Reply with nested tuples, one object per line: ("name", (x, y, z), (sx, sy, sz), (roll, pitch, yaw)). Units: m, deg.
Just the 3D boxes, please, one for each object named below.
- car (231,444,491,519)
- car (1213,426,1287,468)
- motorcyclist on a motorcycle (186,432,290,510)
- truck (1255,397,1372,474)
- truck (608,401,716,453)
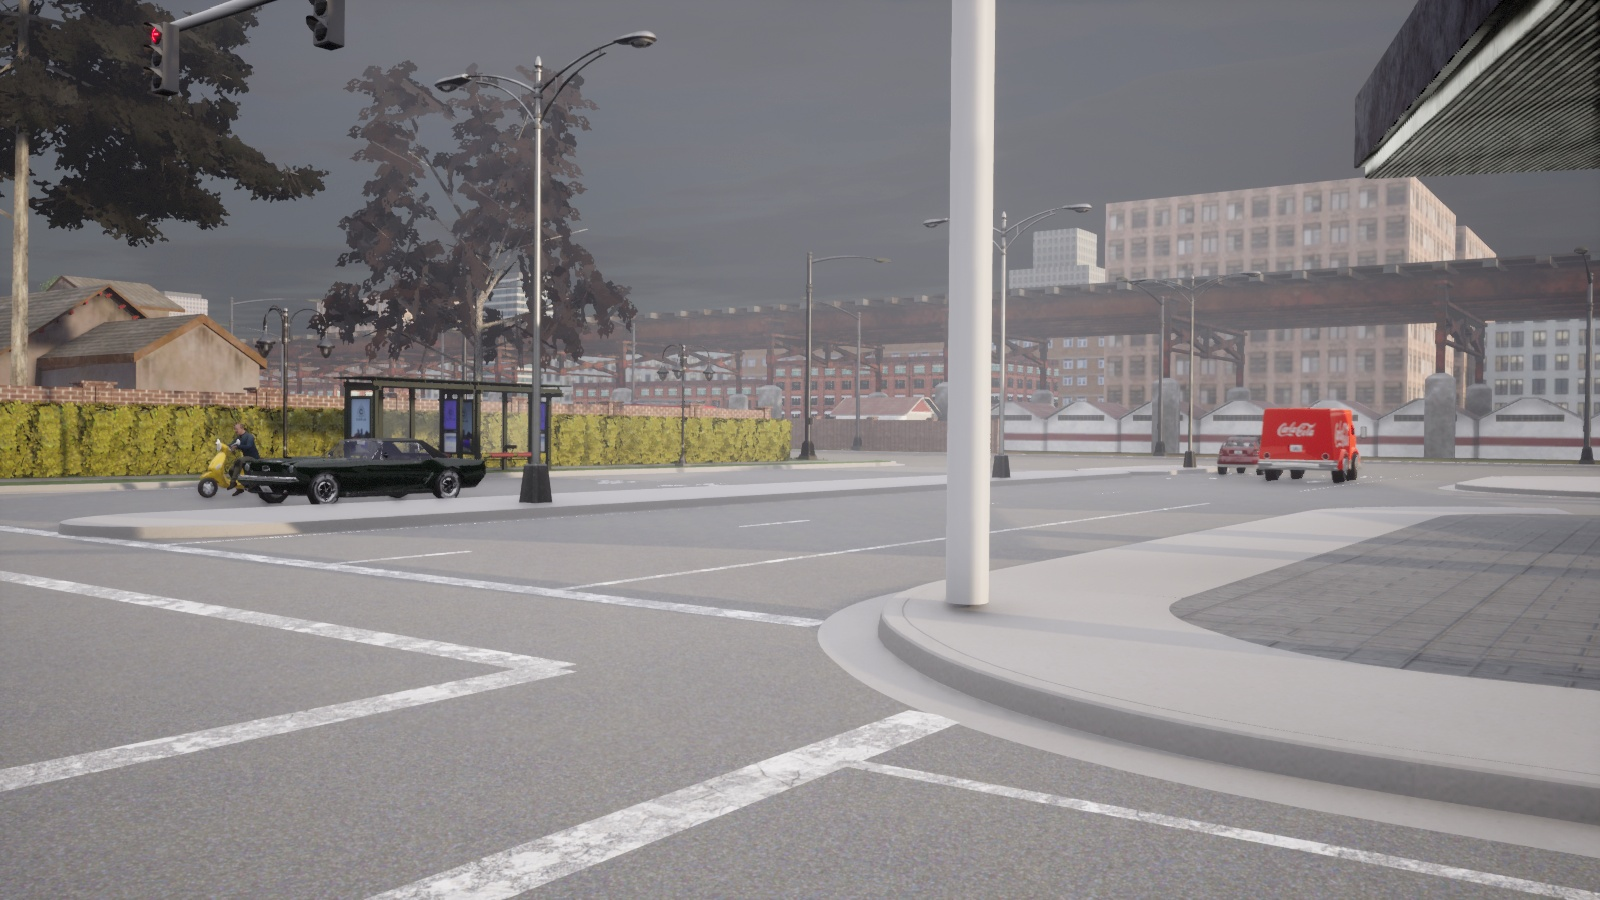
("car", (-8.724, 0.564, 25.371), (1.895, 1.301, 4.718), (0, 1, 35))
("car", (17.605, -0.123, 49.043), (1.789, 1.549, 3.705), (0, 1, 35))
("motorcyclist on a motorcycle", (-11.985, 0.427, 26.842), (0.866, 1.590, 1.817), (0, 1, 35))
("truck", (17.624, -0.502, 42.972), (2.627, 2.467, 5.204), (0, 1, 35))
("truck", (-10.654, -1.780, 96.415), (8.468, 3.827, 2.891), (1, 2, 35))
